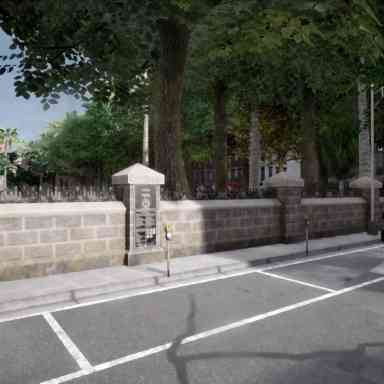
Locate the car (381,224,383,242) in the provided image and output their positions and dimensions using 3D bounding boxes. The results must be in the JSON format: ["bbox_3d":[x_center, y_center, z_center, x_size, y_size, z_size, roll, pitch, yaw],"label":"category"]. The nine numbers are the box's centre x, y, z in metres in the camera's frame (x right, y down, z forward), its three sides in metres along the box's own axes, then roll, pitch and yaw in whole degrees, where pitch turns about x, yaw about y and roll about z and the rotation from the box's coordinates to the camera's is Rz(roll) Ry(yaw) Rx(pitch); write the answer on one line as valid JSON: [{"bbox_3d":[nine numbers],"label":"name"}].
[{"bbox_3d":[9.670,1.310,13.439,5.009,1.841,2.192,0,0,-36],"label":"car"}]
